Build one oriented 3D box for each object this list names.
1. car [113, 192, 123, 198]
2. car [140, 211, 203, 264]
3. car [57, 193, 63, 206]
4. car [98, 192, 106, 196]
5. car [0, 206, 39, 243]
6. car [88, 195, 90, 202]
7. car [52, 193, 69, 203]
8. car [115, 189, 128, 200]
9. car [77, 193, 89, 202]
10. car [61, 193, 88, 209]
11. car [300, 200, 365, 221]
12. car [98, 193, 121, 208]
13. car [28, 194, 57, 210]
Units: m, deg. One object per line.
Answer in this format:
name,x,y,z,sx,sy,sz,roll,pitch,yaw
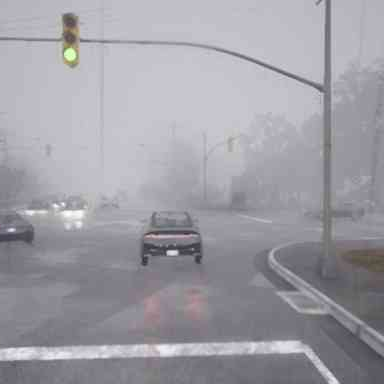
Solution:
car,-17.201,0.628,77.272,2.033,1.411,5.357,0,0,-16
car,-0.756,1.400,11.460,2.128,1.511,4.902,0,1,-5
car,-18.594,1.009,44.511,1.837,1.490,4.892,0,1,-15
car,-19.521,0.725,72.703,1.882,1.535,5.008,0,0,-16
car,-8.524,1.442,14.438,4.181,1.385,1.994,1,1,44
car,-15.429,0.957,46.193,1.882,1.535,5.008,0,1,-16
car,-21.477,0.892,54.510,2.128,1.511,4.902,0,1,-16
car,-14.296,0.486,67.318,2.150,2.045,5.566,0,0,-16
car,-18.285,0.883,56.063,1.837,1.490,4.892,0,1,-16
car,-13.006,1.084,37.011,2.128,1.511,4.902,0,1,-18
car,10.599,1.366,25.121,4.902,1.511,2.128,1,0,-13
car,-9.657,1.165,38.893,1.895,1.301,4.718,0,1,-15
car,-16.282,1.175,35.913,1.994,1.385,4.181,0,1,-14
